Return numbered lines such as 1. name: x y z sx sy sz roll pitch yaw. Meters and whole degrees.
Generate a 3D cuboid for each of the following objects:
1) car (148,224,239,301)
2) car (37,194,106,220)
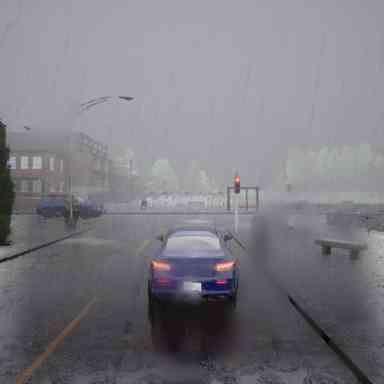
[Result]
1. car: 0.041 1.526 8.225 1.812 1.442 4.674 0 0 1
2. car: -9.976 1.222 27.572 5.566 2.045 2.150 0 0 9
